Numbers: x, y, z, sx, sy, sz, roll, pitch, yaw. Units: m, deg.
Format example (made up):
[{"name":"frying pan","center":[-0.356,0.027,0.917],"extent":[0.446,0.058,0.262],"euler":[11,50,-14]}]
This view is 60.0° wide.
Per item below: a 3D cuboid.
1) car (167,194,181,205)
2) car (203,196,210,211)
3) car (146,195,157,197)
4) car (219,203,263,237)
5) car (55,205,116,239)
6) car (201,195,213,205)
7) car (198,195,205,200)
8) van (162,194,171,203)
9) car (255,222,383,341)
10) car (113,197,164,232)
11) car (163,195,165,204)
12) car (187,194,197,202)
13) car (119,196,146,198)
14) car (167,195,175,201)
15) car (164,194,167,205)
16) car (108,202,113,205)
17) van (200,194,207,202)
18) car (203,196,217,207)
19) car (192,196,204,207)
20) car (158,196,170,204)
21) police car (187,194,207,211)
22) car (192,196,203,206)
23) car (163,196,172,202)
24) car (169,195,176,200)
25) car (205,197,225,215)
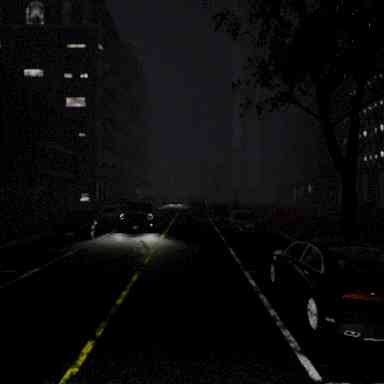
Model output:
[{"name":"car","center":[-3.020,1.534,61.993],"extent":[2.128,1.511,4.902],"euler":[0,0,1]},{"name":"car","center":[2.712,1.574,39.888],"extent":[2.008,1.369,4.403],"euler":[1,0,0]},{"name":"car","center":[-5.664,1.344,45.461],"extent":[2.192,1.841,5.009],"euler":[1,0,0]},{"name":"car","center":[2.706,1.534,17.781],"extent":[1.752,1.417,4.829],"euler":[1,0,0]},{"name":"car","center":[-5.675,1.576,17.614],"extent":[1.947,1.339,4.313],"euler":[1,0,0]},{"name":"car","center":[2.719,1.481,62.168],"extent":[1.967,1.590,4.097],"euler":[1,0,0]},{"name":"car","center":[2.726,1.596,95.755],"extent":[1.752,1.417,4.829],"euler":[1,0,0]},{"name":"van","center":[-5.657,1.393,73.311],"extent":[1.690,1.788,3.998],"euler":[1,0,0]},{"name":"car","center":[2.703,1.554,6.471],"extent":[2.008,1.369,4.403],"euler":[1,0,0]},{"name":"car","center":[-3.094,1.363,20.332],"extent":[2.097,1.767,4.553],"euler":[0,0,0]},{"name":"car","center":[-5.666,1.577,51.031],"extent":[1.887,1.381,4.507],"euler":[1,0,0]},{"name":"car","center":[0.020,1.278,75.741],"extent":[2.097,1.767,4.553],"euler":[0,0,0]},{"name":"car","center":[-5.667,1.332,28.753],"extent":[2.192,1.841,5.009],"euler":[1,0,0]},{"name":"car","center":[-5.656,1.617,90.018],"extent":[2.008,1.369,4.403],"euler":[1,0,0]},{"name":"car","center":[-5.663,1.608,62.170],"extent":[1.947,1.339,4.313],"euler":[1,0,0]},{"name":"car","center":[-5.672,1.538,23.013],"extent":[1.752,1.417,4.829],"euler":[1,0,0]},{"name":"van","center":[2.725,1.397,78.877],"extent":[1.690,1.788,3.998],"euler":[1,0,0]},{"name":"car","center":[2.716,1.472,51.028],"extent":[1.967,1.590,4.097],"euler":[1,0,0]},{"name":"car","center":[0.894,1.489,51.765],"extent":[1.801,1.575,5.366],"euler":[0,0,0]},{"name":"car","center":[-5.662,1.597,67.740],"extent":[2.008,1.369,4.403],"euler":[1,0,0]},{"name":"police car","center":[0.695,1.450,41.672],"extent":[1.930,1.638,5.238],"euler":[0,0,-2]},{"name":"car","center":[0.915,1.492,57.766],"extent":[1.801,1.575,5.366],"euler":[0,0,0]},{"name":"car","center":[-5.658,1.582,78.710],"extent":[1.752,1.417,4.829],"euler":[1,0,0]},{"name":"car","center":[-5.655,1.615,95.421],"extent":[1.752,1.417,4.829],"euler":[1,0,0]},{"name":"car","center":[2.710,1.570,34.320],"extent":[2.008,1.369,4.403],"euler":[1,0,0]}]
